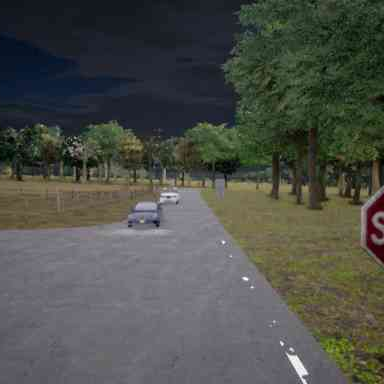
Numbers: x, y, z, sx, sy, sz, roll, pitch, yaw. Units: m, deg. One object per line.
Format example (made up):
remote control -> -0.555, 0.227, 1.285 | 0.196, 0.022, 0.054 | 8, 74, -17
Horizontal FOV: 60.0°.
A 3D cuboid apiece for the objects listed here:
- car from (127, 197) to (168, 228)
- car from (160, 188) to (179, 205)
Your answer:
car -> -2.772, 1.316, 20.758 | 1.812, 1.442, 4.674 | 0, 1, 0
car -> -2.797, 0.494, 42.052 | 2.150, 2.045, 5.566 | 0, 2, 0
